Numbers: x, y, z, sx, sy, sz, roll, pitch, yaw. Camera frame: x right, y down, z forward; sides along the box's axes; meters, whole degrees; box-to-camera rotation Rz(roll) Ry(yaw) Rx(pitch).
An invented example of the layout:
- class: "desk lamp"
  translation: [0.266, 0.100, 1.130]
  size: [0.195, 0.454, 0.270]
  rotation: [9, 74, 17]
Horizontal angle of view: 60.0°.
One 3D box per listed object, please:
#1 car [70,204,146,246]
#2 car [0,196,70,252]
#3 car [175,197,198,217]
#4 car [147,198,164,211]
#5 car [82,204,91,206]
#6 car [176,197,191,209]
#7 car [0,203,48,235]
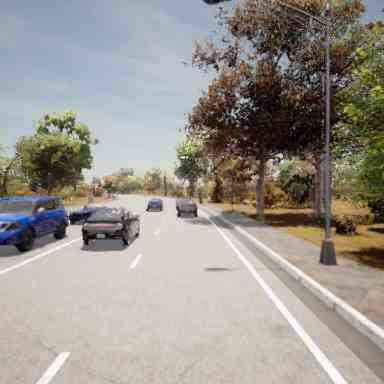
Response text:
- class: "car"
  translation: [-3.517, 1.467, 15.124]
  size: [2.128, 1.511, 4.902]
  rotation: [0, 0, -1]
- class: "car"
  translation: [-7.145, 1.202, 14.144]
  size: [2.150, 2.045, 5.566]
  rotation: [0, 0, 0]
- class: "car"
  translation: [-0.473, 1.439, 31.046]
  size: [2.128, 1.511, 4.902]
  rotation: [0, 0, -2]
- class: "car"
  translation: [-4.449, 1.459, 40.365]
  size: [1.812, 1.442, 4.674]
  rotation: [0, 0, -4]
- class: "car"
  translation: [-7.326, 1.564, 24.229]
  size: [1.895, 1.301, 4.718]
  rotation: [0, 0, -1]
- class: "car"
  translation: [-1.247, 1.449, 44.815]
  size: [1.812, 1.442, 4.674]
  rotation: [0, 0, -4]
- class: "car"
  translation: [-10.692, 1.481, 19.919]
  size: [2.128, 1.511, 4.902]
  rotation: [0, 0, -1]
